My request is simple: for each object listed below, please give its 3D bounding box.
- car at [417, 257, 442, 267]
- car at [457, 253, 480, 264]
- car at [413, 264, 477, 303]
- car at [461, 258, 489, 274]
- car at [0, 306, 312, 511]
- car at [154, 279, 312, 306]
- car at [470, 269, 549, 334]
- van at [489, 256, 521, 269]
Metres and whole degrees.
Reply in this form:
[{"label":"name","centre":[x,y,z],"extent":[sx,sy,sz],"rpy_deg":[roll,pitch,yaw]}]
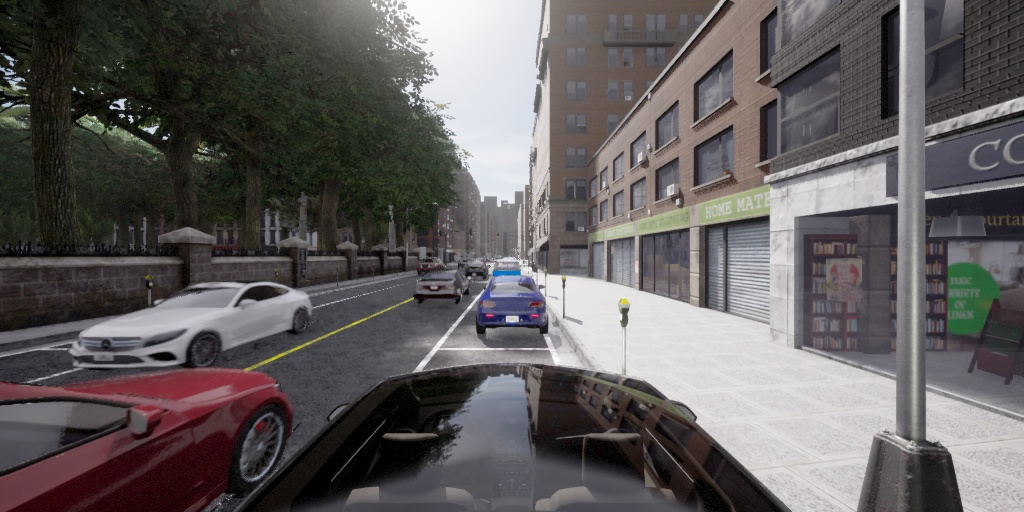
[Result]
[{"label":"car","centre":[-8.796,1.041,38.793],"extent":[2.192,1.841,5.009],"rpy_deg":[0,0,0]},{"label":"car","centre":[-6.124,0.655,49.258],"extent":[2.150,2.045,5.566],"rpy_deg":[0,0,0]},{"label":"car","centre":[-3.038,1.293,16.510],"extent":[2.033,1.411,5.357],"rpy_deg":[0,0,0]},{"label":"car","centre":[-3.132,1.239,32.223],"extent":[1.837,1.490,4.892],"rpy_deg":[0,0,0]},{"label":"car","centre":[-3.045,1.276,1.555],"extent":[1.812,1.442,4.674],"rpy_deg":[0,0,0]},{"label":"car","centre":[-6.242,1.275,7.811],"extent":[1.812,1.442,4.674],"rpy_deg":[0,0,0]},{"label":"car","centre":[0.008,1.274,10.498],"extent":[1.812,1.442,4.674],"rpy_deg":[0,0,0]},{"label":"van","centre":[-0.279,1.083,21.847],"extent":[1.690,1.789,3.998],"rpy_deg":[0,0,0]}]
